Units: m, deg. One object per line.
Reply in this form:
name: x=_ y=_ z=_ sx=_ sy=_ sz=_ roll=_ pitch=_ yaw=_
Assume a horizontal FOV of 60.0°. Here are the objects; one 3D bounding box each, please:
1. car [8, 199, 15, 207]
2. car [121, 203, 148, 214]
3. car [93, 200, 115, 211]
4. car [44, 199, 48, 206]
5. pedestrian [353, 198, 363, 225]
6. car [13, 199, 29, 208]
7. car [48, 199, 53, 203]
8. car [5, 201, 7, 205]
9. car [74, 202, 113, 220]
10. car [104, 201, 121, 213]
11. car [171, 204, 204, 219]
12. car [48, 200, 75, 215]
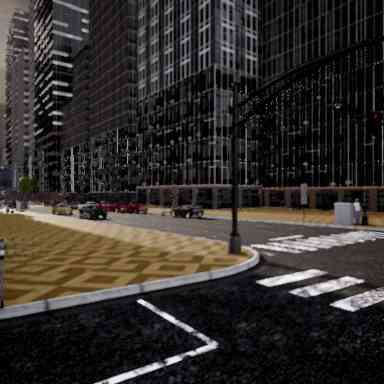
car: x=-36.886 y=2.405 z=70.436 sx=2.192 sy=1.841 sz=5.009 roll=-1 pitch=0 yaw=-36
car: x=-7.192 y=2.130 z=43.212 sx=1.802 sy=1.307 sz=4.206 roll=-1 pitch=0 yaw=-36
car: x=-13.874 y=2.143 z=52.323 sx=1.967 sy=1.590 sz=4.097 roll=-1 pitch=0 yaw=-36
car: x=-33.915 y=2.489 z=79.654 sx=2.192 sy=1.841 sz=5.009 roll=-1 pitch=0 yaw=-36
pedestrian: x=11.417 y=1.327 z=22.884 sx=0.375 sy=1.860 sz=0.375 roll=-1 pitch=1 yaw=-36
car: x=-33.542 y=2.561 z=65.880 sx=2.008 sy=1.369 sz=4.403 roll=-1 pitch=0 yaw=-36
car: x=-30.570 y=2.676 z=75.098 sx=1.802 sy=1.307 sz=4.206 roll=-1 pitch=0 yaw=-36
car: x=-40.221 y=2.720 z=74.990 sx=2.008 sy=1.369 sz=4.403 roll=-1 pitch=0 yaw=-36
car: x=-10.165 y=2.033 z=33.996 sx=1.947 sy=1.339 sz=4.313 roll=-1 pitch=0 yaw=-36
car: x=-10.532 y=2.170 z=47.768 sx=1.887 sy=1.381 sz=4.507 roll=-1 pitch=0 yaw=-36
car: x=-0.513 y=1.947 z=34.103 sx=2.008 sy=1.369 sz=4.403 roll=-1 pitch=0 yaw=-36
car: x=-16.745 y=2.144 z=42.969 sx=1.752 sy=1.417 sz=4.829 roll=-1 pitch=0 yaw=-36
